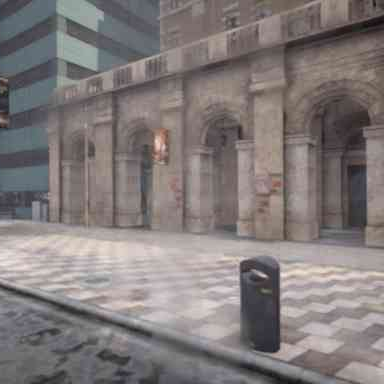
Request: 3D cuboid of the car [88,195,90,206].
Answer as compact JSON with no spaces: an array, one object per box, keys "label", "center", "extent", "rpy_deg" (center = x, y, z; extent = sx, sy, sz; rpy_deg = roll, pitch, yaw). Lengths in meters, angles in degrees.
[{"label":"car","center":[-10.214,1.287,33.174],"extent":[5.566,2.045,2.435],"rpy_deg":[-1,0,36]}]
